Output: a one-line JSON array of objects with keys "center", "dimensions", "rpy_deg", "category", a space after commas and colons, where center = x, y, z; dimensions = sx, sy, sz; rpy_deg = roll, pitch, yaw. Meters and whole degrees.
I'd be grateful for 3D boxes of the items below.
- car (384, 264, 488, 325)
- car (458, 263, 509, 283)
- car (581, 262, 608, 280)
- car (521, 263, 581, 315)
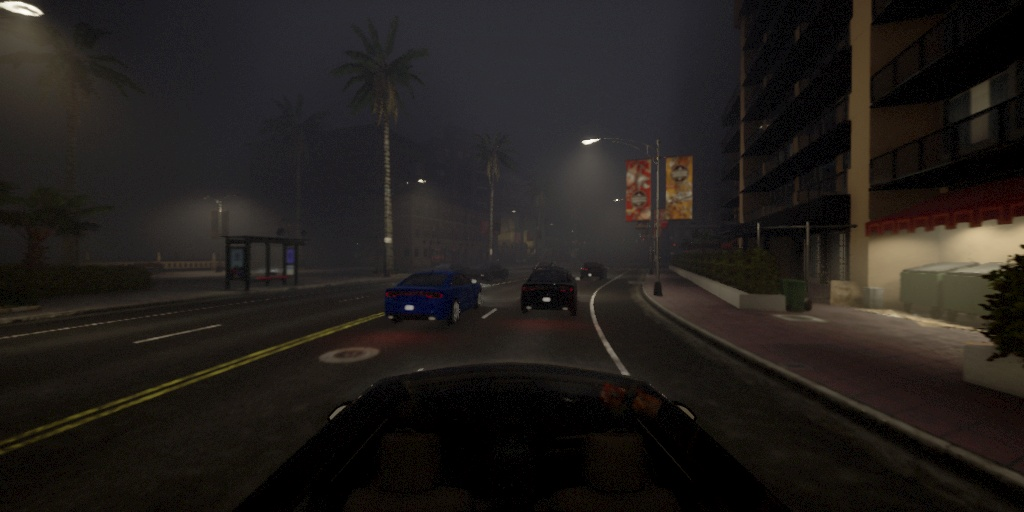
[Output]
[{"center": [-2.335, 1.203, 11.878], "dimensions": [1.882, 1.535, 5.008], "rpy_deg": [0, 0, 8], "category": "car"}, {"center": [-1.862, 1.260, 27.873], "dimensions": [2.033, 1.411, 5.357], "rpy_deg": [0, 0, 20], "category": "car"}, {"center": [7.152, 1.267, 31.206], "dimensions": [1.837, 1.490, 4.892], "rpy_deg": [0, 0, 21], "category": "car"}, {"center": [1.566, 1.225, 13.800], "dimensions": [1.882, 1.535, 5.008], "rpy_deg": [0, 0, 11], "category": "car"}]
